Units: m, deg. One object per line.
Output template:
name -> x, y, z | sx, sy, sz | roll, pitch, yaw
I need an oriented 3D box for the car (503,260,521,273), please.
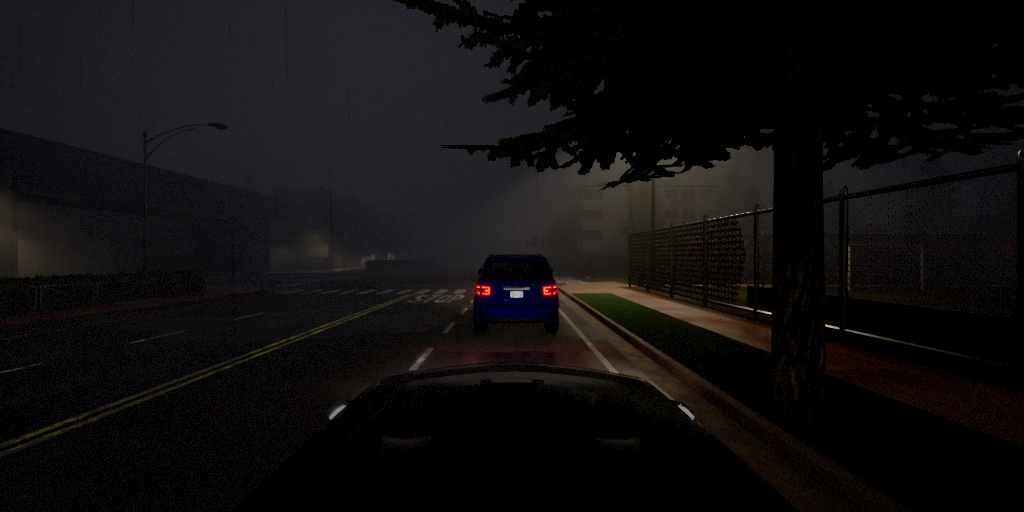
car -> 0.005, 1.241, 45.742 | 2.128, 1.511, 4.902 | 0, 0, 0

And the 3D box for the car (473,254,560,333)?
car -> 0.111, 0.972, 10.889 | 2.150, 2.045, 5.566 | 0, 0, 0
